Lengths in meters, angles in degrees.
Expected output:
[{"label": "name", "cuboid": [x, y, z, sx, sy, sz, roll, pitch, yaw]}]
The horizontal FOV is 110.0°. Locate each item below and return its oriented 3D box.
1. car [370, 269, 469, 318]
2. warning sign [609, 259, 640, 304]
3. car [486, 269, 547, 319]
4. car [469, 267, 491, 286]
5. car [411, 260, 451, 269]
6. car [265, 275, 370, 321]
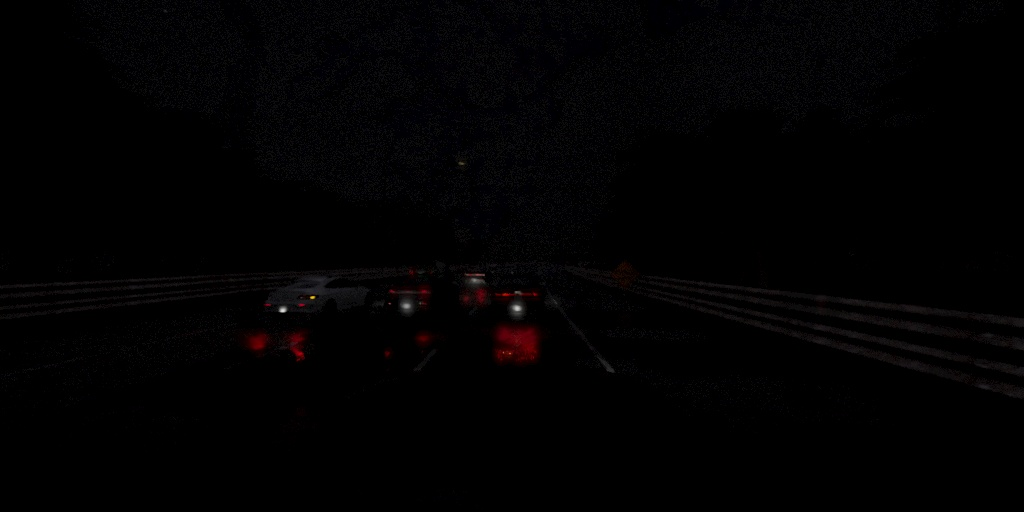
[{"label": "car", "cuboid": [-3.232, 1.406, 13.751, 2.128, 1.511, 4.902, 0, -1, 2]}, {"label": "warning sign", "cuboid": [4.807, 1.056, 15.297, 1.300, 1.860, 1.060, 0, 0, 2]}, {"label": "car", "cuboid": [0.270, 1.421, 13.692, 1.837, 1.490, 4.892, 0, 0, 2]}, {"label": "car", "cuboid": [-2.544, 1.630, 28.570, 2.128, 1.511, 4.902, 0, -1, 4]}, {"label": "car", "cuboid": [-6.123, 1.345, 27.648, 2.150, 2.045, 5.566, 0, -1, 4]}, {"label": "car", "cuboid": [-6.764, 1.428, 13.072, 1.812, 1.442, 4.674, 0, -1, 3]}]
